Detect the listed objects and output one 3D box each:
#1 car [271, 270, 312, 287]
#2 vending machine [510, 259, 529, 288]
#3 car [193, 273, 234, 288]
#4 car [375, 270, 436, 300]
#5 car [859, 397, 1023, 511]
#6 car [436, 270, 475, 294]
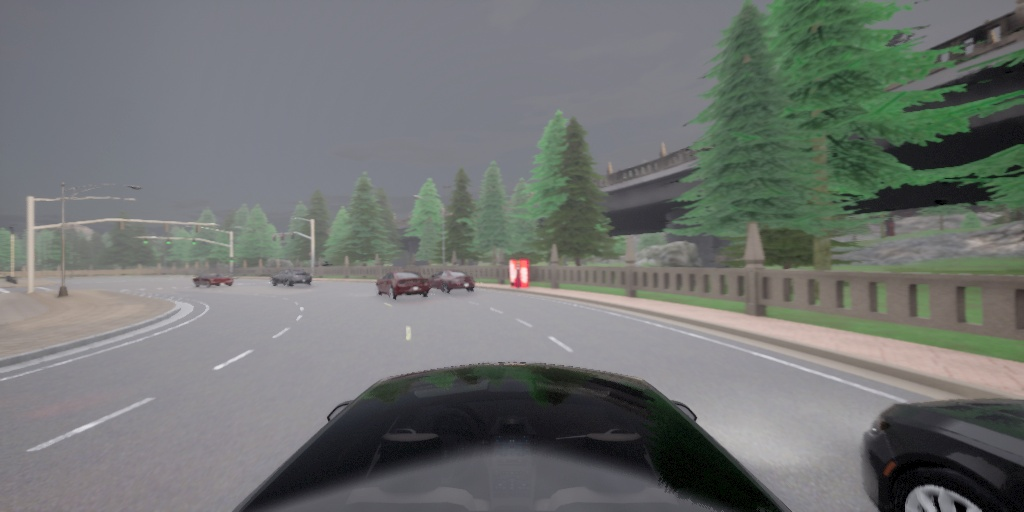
[{"bbox_3d":[-20.059,1.997,32.547,4.902,1.511,2.128,-2,-1,35],"label":"car"},{"bbox_3d":[0.525,1.199,23.995,1.100,2.100,0.880,0,0,-34],"label":"vending machine"},{"bbox_3d":[-28.069,2.284,33.729,4.718,1.301,1.895,-2,-1,34],"label":"car"},{"bbox_3d":[-6.380,1.575,20.575,1.882,1.535,5.008,0,-1,-34],"label":"car"},{"bbox_3d":[3.330,1.175,0.507,1.837,1.490,4.892,-1,-1,2],"label":"car"},{"bbox_3d":[-4.079,1.610,23.235,1.812,1.442,4.674,0,-1,-36],"label":"car"}]
